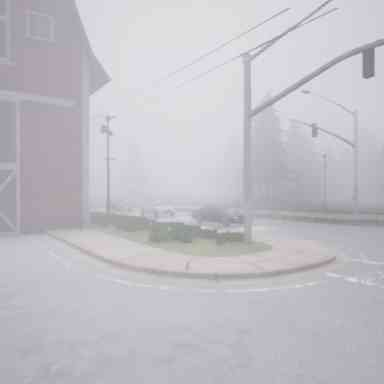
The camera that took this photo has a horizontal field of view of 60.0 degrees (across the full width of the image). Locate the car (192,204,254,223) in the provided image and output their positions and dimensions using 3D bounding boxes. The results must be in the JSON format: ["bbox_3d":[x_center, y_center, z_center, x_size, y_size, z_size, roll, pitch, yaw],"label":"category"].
[{"bbox_3d":[2.015,1.613,24.166,2.033,1.411,5.357,0,0,-34],"label":"car"}]

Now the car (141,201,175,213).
[{"bbox_3d":[-3.398,1.622,32.060,1.812,1.442,4.674,0,0,-34],"label":"car"}]

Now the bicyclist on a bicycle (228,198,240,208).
[{"bbox_3d":[4.360,1.370,33.784,1.656,1.620,0.582,45,-25,-23],"label":"bicyclist on a bicycle"}]

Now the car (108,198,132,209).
[{"bbox_3d":[-10.704,1.672,49.247,1.812,1.442,4.674,0,0,-34],"label":"car"}]

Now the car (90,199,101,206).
[{"bbox_3d":[-14.475,1.682,48.276,1.812,1.442,4.674,0,0,-34],"label":"car"}]

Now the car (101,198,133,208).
[{"bbox_3d":[-8.688,1.616,39.779,2.128,1.511,4.902,0,0,-34],"label":"car"}]
